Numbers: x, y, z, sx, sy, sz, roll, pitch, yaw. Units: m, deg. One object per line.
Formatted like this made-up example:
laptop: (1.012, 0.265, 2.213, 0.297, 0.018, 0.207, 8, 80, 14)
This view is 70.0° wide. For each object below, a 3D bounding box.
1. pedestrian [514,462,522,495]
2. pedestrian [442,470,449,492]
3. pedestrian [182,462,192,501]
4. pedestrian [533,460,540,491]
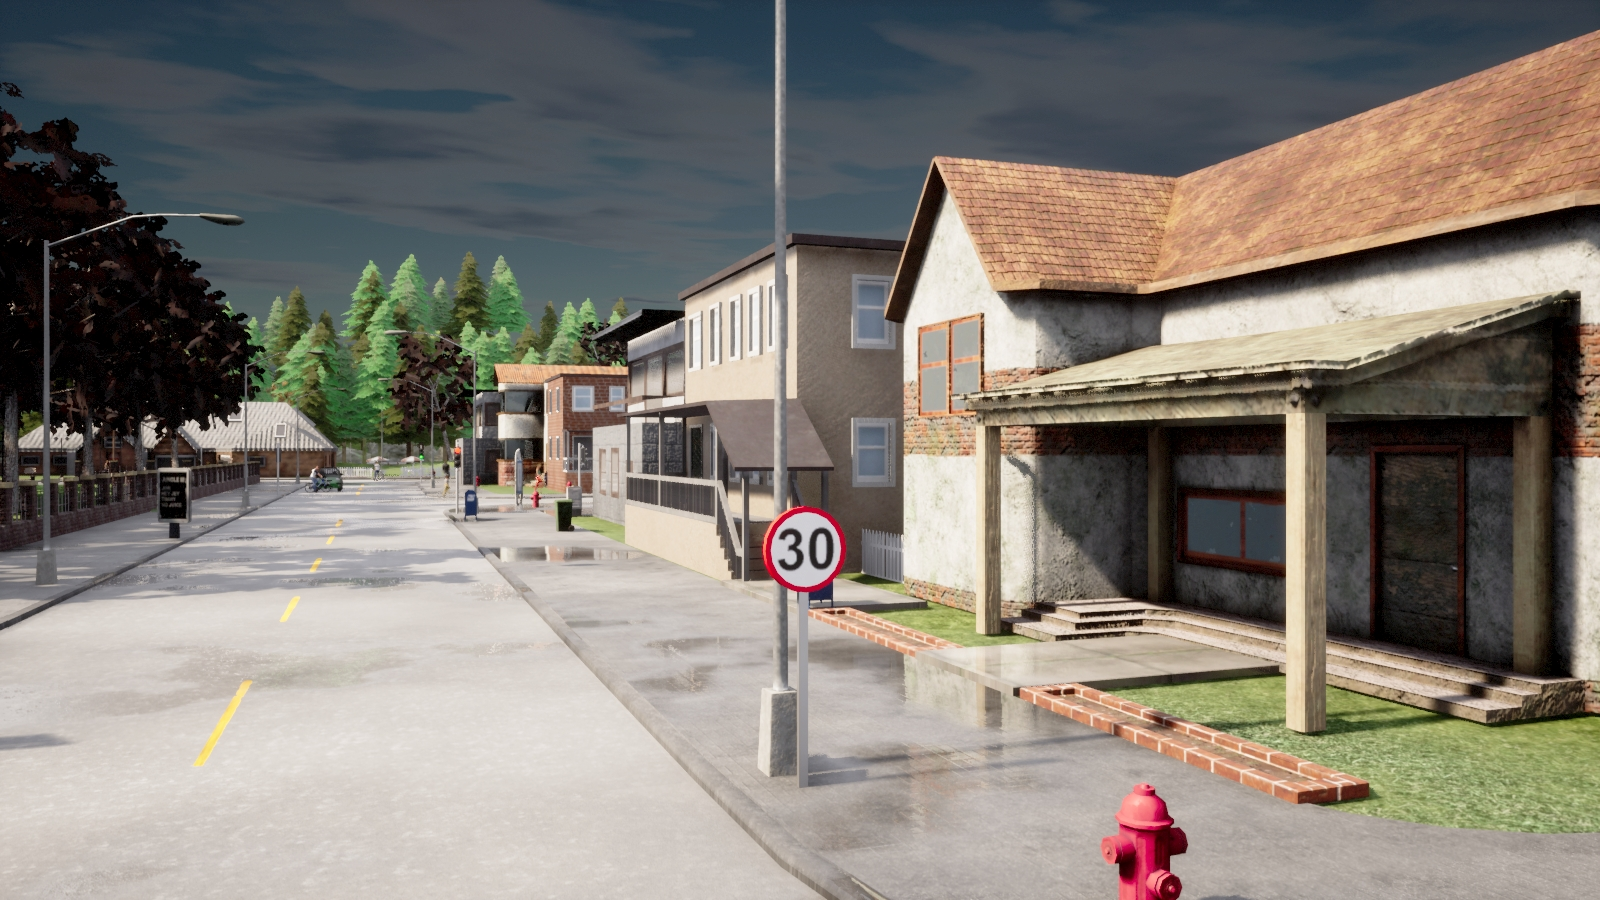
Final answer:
pedestrian: (-16.178, 1.628, 65.523, 0.375, 1.860, 0.375, 0, 0, -30)
pedestrian: (-20.801, 1.818, 67.116, 0.375, 1.300, 0.375, 0, 0, -18)
pedestrian: (-29.606, 1.525, 55.193, 0.375, 1.860, 0.375, 0, 0, -20)
pedestrian: (-15.931, 1.516, 69.156, 0.375, 1.860, 0.375, 0, 0, -7)
